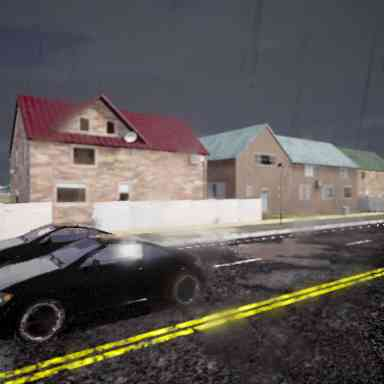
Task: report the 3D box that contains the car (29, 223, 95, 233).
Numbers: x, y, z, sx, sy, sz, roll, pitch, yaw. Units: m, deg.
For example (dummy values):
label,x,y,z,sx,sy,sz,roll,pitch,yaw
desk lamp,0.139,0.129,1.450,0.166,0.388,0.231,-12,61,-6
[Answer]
label,x,y,z,sx,sy,sz,roll,pitch,yaw
car,-3.662,1.565,9.056,4.181,1.385,1.994,0,0,-35

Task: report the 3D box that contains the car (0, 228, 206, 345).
label,x,y,z,sx,sy,sz,roll,pitch,yaw
car,-1.771,1.565,6.413,4.181,1.385,1.994,0,0,-35
